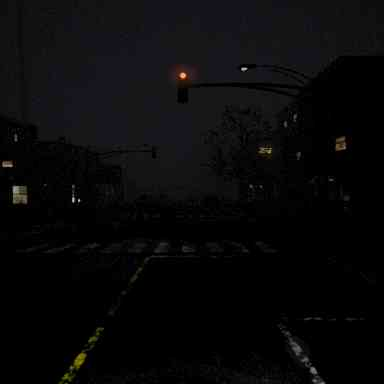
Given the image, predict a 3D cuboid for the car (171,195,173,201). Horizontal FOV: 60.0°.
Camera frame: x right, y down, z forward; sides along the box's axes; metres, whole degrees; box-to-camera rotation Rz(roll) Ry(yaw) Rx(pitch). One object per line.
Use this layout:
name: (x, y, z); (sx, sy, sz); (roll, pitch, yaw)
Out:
car: (-5.704, 1.299, 69.160); (2.192, 1.841, 5.009); (-1, 0, 0)

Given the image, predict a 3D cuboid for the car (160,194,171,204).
car: (-5.704, 1.300, 63.616); (2.192, 1.841, 5.009); (-1, 0, 0)

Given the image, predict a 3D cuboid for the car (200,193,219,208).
car: (2.679, 1.305, 46.985); (2.192, 1.841, 5.009); (-1, 0, 0)

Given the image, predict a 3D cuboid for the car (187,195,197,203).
car: (-0.010, 1.462, 67.394); (1.882, 1.535, 5.008); (0, 0, 0)

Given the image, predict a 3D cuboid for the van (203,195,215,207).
van: (2.679, 1.329, 52.529); (1.690, 1.788, 3.998); (-1, 0, 0)

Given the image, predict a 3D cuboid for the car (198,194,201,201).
car: (2.679, 1.536, 63.617); (2.008, 1.369, 4.403); (-1, 0, 0)

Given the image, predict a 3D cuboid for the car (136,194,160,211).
car: (-5.700, 1.306, 41.440); (2.192, 1.841, 5.009); (-1, 0, 0)

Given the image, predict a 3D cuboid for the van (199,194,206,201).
van: (2.674, 1.319, 85.793); (1.690, 1.788, 3.998); (-1, 0, 0)

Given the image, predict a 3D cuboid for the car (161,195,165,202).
car: (-5.700, 1.570, 52.528); (1.802, 1.307, 4.206); (-1, 0, 0)

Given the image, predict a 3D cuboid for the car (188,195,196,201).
car: (-0.011, 1.430, 77.845); (1.994, 1.385, 4.181); (0, 0, 0)

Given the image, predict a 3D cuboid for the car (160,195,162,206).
car: (-5.700, 1.534, 46.984); (1.887, 1.381, 4.507); (-1, 0, 0)
